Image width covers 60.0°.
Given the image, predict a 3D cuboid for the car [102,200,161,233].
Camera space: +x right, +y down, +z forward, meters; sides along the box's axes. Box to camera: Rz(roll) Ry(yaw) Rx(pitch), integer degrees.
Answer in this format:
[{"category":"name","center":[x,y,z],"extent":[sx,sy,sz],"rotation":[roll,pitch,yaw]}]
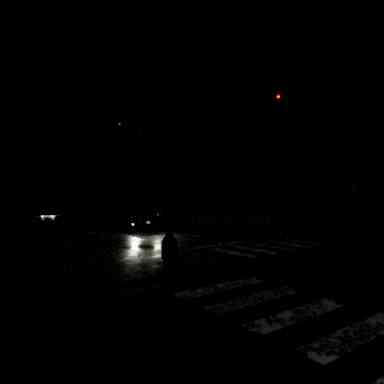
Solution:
[{"category":"car","center":[-4.261,1.557,22.574],"extent":[2.150,2.045,5.566],"rotation":[0,-1,-35]}]

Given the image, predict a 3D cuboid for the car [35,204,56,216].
[{"category":"car","center":[-19.633,2.347,44.348],"extent":[2.033,1.411,5.357],"rotation":[0,-1,-35]}]
